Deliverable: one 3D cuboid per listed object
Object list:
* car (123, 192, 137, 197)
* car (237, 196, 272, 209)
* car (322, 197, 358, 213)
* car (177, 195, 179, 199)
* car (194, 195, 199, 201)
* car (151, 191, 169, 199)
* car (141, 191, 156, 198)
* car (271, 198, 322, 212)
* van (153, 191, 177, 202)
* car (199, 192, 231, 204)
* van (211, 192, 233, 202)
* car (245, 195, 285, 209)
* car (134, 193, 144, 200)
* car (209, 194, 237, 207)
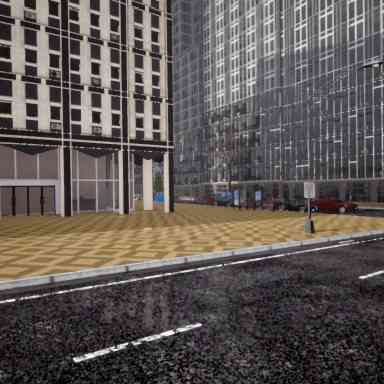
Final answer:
[{"bbox_3d":[-17.117,0.689,91.715,2.008,1.369,4.403,0,1,-34],"label":"car"},{"bbox_3d":[7.796,1.388,39.935,1.802,1.307,4.206,0,1,-34],"label":"car"},{"bbox_3d":[14.656,1.315,34.629,1.882,1.535,5.008,-1,1,-34],"label":"car"},{"bbox_3d":[-4.342,0.936,72.911,1.802,1.307,4.206,0,1,-34],"label":"car"},{"bbox_3d":[2.046,1.044,63.508,1.802,1.307,4.206,0,1,-34],"label":"car"},{"bbox_3d":[-7.536,0.615,77.609,2.192,1.841,5.009,0,1,-34],"label":"car"},{"bbox_3d":[-10.730,0.687,82.312,1.967,1.590,4.097,0,1,-34],"label":"car"},{"bbox_3d":[10.976,1.424,35.221,1.947,1.339,4.313,0,1,-34],"label":"car"},{"bbox_3d":[-4.886,0.937,58.798,1.690,1.788,3.998,0,1,-34],"label":"van"},{"bbox_3d":[3.602,1.011,50.885,2.097,1.767,4.553,-1,1,-35],"label":"car"},{"bbox_3d":[5.239,0.855,58.804,1.690,1.788,3.998,0,1,-34],"label":"van"},{"bbox_3d":[9.256,1.228,42.579,1.882,1.535,5.008,-1,1,-34],"label":"car"},{"bbox_3d":[-11.274,1.040,68.203,2.008,1.369,4.403,0,1,-34],"label":"car"},{"bbox_3d":[4.650,1.320,44.668,1.947,1.339,4.313,0,1,-34],"label":"car"}]
